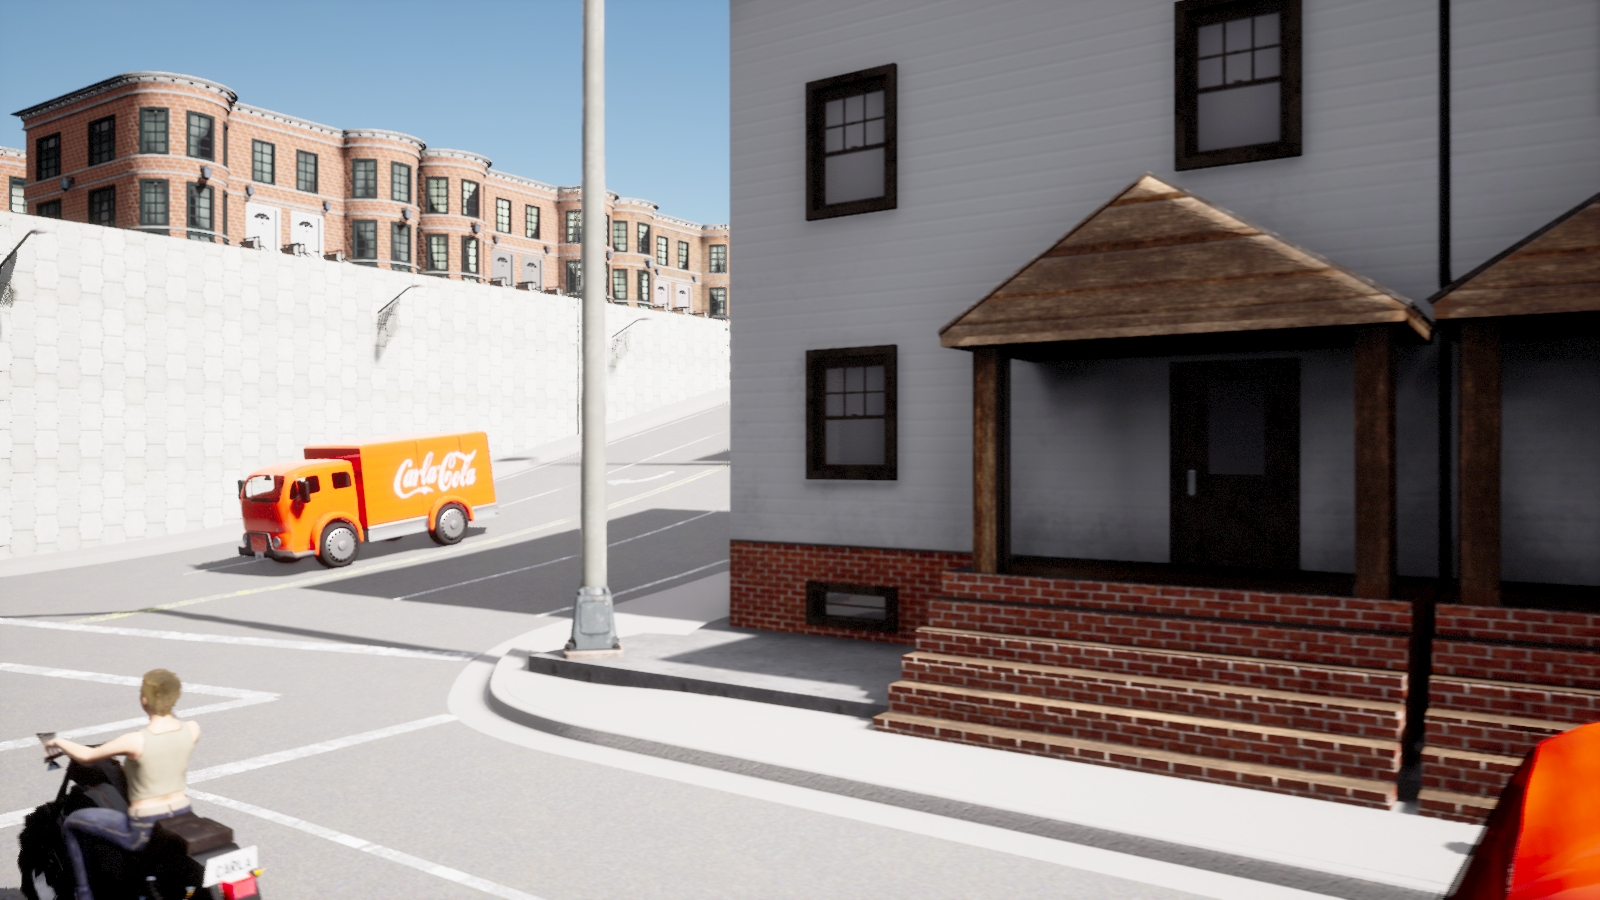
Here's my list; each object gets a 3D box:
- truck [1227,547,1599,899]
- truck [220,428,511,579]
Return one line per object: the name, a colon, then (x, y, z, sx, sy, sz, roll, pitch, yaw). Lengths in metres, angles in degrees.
truck: (3.527, 1.570, 1.315, 5.204, 2.467, 2.627, 0, 0, 35)
truck: (-9.375, 1.017, 25.140, 2.627, 2.467, 5.204, 0, 6, 35)
